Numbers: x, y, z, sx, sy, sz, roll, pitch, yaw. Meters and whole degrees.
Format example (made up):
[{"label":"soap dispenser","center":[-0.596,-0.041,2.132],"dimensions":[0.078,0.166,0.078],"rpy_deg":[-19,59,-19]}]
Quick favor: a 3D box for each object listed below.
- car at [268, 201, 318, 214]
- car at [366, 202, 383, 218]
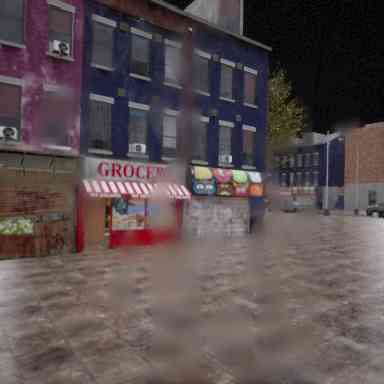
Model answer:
[{"label":"car","center":[10.596,1.657,35.446],"dimensions":[2.033,1.411,5.357],"rpy_deg":[2,-2,-35]},{"label":"car","center":[16.674,1.534,26.798],"dimensions":[1.837,1.490,4.892],"rpy_deg":[2,-2,-34]}]
